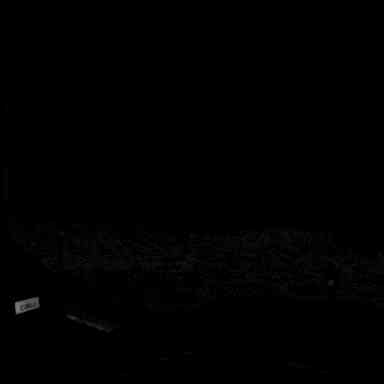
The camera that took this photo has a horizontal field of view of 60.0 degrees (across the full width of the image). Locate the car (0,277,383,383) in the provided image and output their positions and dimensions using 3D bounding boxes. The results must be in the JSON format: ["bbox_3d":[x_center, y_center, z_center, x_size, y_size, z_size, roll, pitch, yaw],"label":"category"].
[{"bbox_3d":[0.628,1.570,2.516,4.313,1.339,1.947,0,0,35],"label":"car"}]

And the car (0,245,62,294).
[{"bbox_3d":[-3.942,1.597,5.770,4.313,1.339,1.947,0,0,35],"label":"car"}]
